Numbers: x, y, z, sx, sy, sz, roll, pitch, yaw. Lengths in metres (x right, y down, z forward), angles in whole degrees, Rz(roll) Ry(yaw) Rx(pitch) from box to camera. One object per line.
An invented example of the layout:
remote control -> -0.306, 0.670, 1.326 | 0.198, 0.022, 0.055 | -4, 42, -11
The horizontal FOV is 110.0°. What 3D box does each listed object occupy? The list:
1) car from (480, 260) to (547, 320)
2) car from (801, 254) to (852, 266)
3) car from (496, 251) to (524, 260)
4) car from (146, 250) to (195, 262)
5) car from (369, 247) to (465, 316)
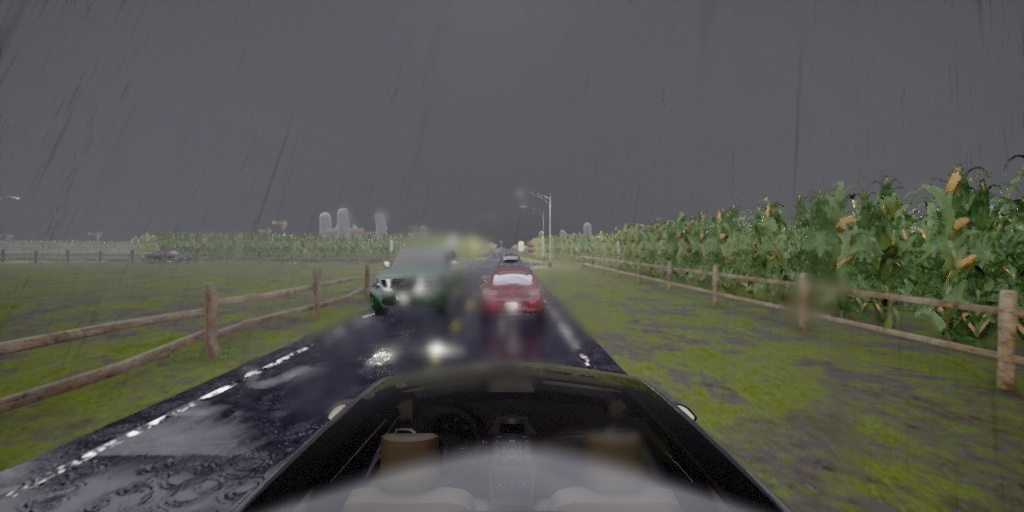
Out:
car -> 0.023, 1.041, 11.329 | 1.812, 1.442, 4.674 | 0, 1, 0
car -> 40.232, 0.452, 45.974 | 4.892, 1.490, 1.837 | 0, 1, 1
car -> -0.116, 0.619, 27.544 | 1.837, 1.490, 4.892 | 0, 1, 0
car -> -41.092, 0.009, 43.207 | 4.892, 1.490, 1.837 | 0, 1, 0
car -> -2.937, 0.712, 12.369 | 2.150, 2.045, 5.566 | 0, 1, 0
